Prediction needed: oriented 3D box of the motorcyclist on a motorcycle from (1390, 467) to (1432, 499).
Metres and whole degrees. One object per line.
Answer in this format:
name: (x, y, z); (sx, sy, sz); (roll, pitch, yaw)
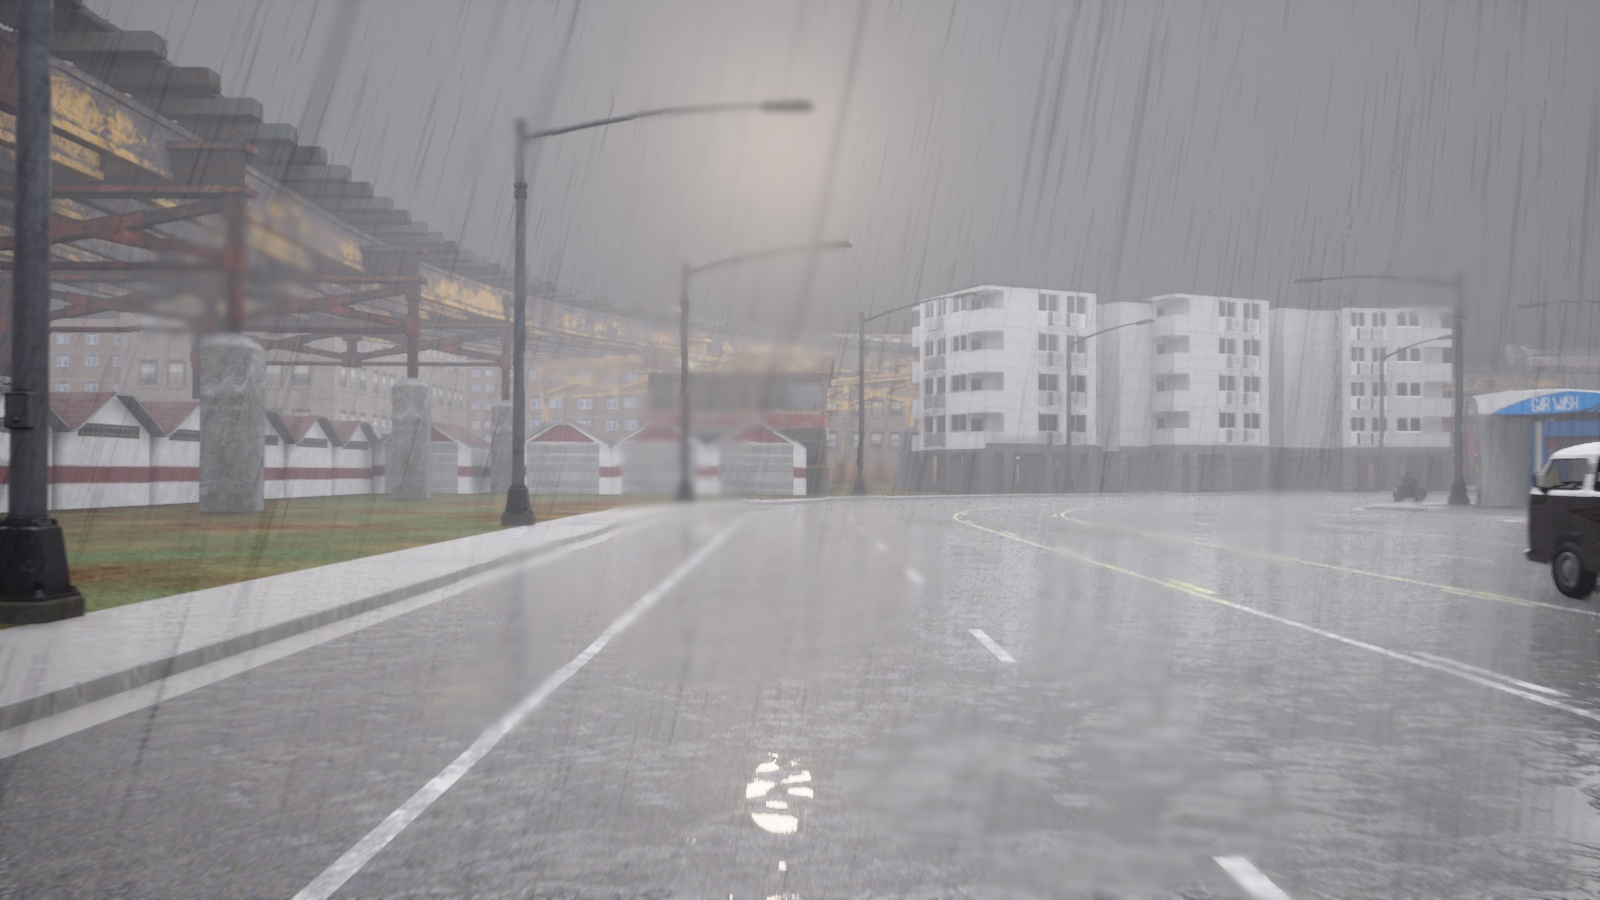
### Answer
motorcyclist on a motorcycle: (32.593, 1.755, 66.941); (2.350, 1.649, 0.766); (0, -1, -28)

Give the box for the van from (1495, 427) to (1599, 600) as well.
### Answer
van: (10.462, 0.743, 14.726); (2.069, 2.038, 4.480); (0, -1, -1)
